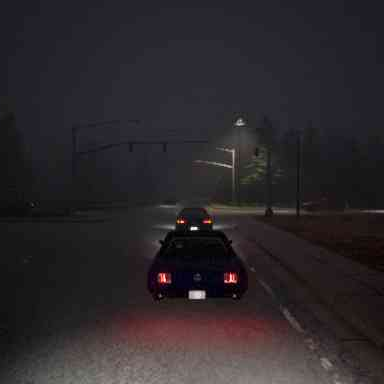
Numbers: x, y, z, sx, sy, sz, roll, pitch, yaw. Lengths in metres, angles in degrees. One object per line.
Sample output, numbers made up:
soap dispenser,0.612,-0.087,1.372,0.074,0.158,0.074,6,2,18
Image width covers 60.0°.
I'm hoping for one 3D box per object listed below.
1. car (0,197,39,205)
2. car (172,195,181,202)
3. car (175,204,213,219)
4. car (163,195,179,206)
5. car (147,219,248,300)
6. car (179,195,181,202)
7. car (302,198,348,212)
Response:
car,-18.340,1.345,34.987,4.553,1.767,2.097,0,0,1
car,-3.418,1.391,74.114,1.882,1.535,5.008,0,0,1
car,0.100,1.503,17.354,1.812,1.442,4.674,0,0,0
car,-3.592,1.501,54.541,1.994,1.385,4.181,0,0,0
car,0.099,1.592,8.299,1.895,1.301,4.718,0,0,0
car,-3.548,1.490,63.809,1.994,1.385,4.181,0,0,1
car,15.153,1.453,38.084,5.008,1.535,1.882,0,0,1
